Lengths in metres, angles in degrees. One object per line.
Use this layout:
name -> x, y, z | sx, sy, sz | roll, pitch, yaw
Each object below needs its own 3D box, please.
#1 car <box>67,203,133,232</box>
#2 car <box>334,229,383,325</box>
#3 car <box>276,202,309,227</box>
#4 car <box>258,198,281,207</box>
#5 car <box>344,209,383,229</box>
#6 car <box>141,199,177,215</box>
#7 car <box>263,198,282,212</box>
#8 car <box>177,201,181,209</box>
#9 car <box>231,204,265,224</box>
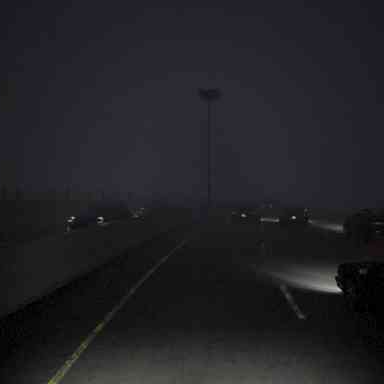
car -> -4.987, 1.420, 18.616 | 2.097, 1.767, 4.553 | 0, 0, 12
car -> 3.839, 1.582, 4.687 | 2.033, 1.411, 5.357 | 0, 0, 4
car -> 7.355, 1.697, 24.121 | 1.994, 1.385, 4.181 | 0, 0, 16
car -> 14.151, 1.887, 60.661 | 2.033, 1.411, 5.357 | 0, 0, 38
car -> 9.049, 1.597, 16.614 | 2.128, 1.511, 4.902 | 0, 0, 11
car -> -3.713, 1.654, 35.703 | 1.837, 1.490, 4.892 | 0, 0, 21
car -> 10.217, 1.721, 40.879 | 2.163, 1.488, 4.792 | 0, 0, 26
car -> -3.326, 1.671, 45.503 | 1.882, 1.535, 5.008 | 0, 0, 26
car -> 4.324, 1.696, 26.156 | 1.994, 1.385, 4.181 | 0, 0, 17
